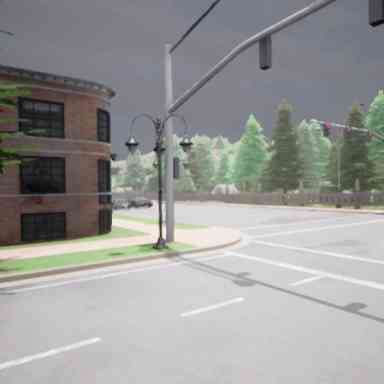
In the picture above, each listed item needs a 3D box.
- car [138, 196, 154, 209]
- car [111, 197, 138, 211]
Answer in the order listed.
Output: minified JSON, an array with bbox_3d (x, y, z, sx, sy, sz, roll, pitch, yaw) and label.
[{"bbox_3d":[-6.635,1.254,40.464,2.033,1.411,5.357,-1,1,-35],"label":"car"},{"bbox_3d":[-8.330,1.256,36.761,2.128,1.511,4.902,-1,1,-35],"label":"car"}]
